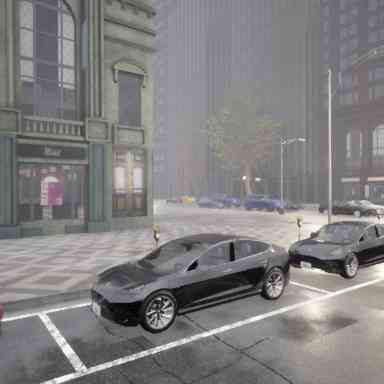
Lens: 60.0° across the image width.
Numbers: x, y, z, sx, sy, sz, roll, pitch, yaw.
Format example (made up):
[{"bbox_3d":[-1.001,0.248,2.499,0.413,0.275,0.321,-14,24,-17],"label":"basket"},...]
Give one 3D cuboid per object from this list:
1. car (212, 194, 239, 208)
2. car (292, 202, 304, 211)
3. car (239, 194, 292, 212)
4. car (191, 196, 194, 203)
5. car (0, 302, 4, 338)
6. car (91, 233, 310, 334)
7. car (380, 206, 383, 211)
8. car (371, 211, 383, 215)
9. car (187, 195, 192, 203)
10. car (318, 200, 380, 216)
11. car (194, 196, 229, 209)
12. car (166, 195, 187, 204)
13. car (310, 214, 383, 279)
[{"bbox_3d":[5.053,1.336,50.488,2.150,2.045,5.566,0,0,-36],"label":"car"},{"bbox_3d":[11.331,1.632,41.706,2.033,1.411,5.357,0,0,-35],"label":"car"},{"bbox_3d":[8.661,1.321,39.847,2.150,2.045,5.566,0,0,-36],"label":"car"},{"bbox_3d":[2.517,1.602,59.829,1.882,1.535,5.008,0,0,-35],"label":"car"},{"bbox_3d":[-4.400,1.582,3.512,4.206,1.307,1.802,0,0,-35],"label":"car"},{"bbox_3d":[0.190,1.566,6.783,4.313,1.339,1.947,0,0,-35],"label":"car"},{"bbox_3d":[17.204,1.582,33.497,1.812,1.442,4.674,0,0,-33],"label":"car"},{"bbox_3d":[9.370,1.552,13.326,4.403,1.369,2.008,0,0,-35],"label":"car"},{"bbox_3d":[-1.200,1.470,70.541,1.882,1.535,5.008,0,0,-36],"label":"car"},{"bbox_3d":[14.559,1.549,31.602,1.882,1.535,5.008,0,0,-37],"label":"car"},{"bbox_3d":[2.714,1.654,48.169,1.812,1.442,4.674,0,0,-35],"label":"car"},{"bbox_3d":[-3.599,1.682,68.311,1.812,1.442,4.674,0,0,-36],"label":"car"},{"bbox_3d":[4.780,1.567,10.054,4.313,1.339,1.947,0,0,-35],"label":"car"}]
